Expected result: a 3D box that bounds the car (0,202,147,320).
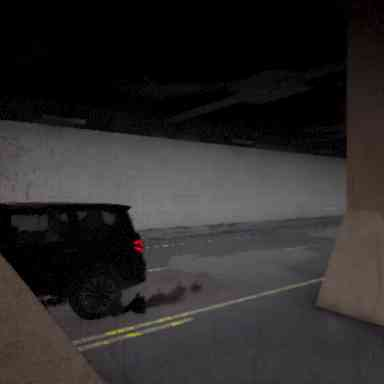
[{"bbox_3d":[-3.497,1.222,5.796,5.566,2.045,2.150,0,0,-35],"label":"car"}]
